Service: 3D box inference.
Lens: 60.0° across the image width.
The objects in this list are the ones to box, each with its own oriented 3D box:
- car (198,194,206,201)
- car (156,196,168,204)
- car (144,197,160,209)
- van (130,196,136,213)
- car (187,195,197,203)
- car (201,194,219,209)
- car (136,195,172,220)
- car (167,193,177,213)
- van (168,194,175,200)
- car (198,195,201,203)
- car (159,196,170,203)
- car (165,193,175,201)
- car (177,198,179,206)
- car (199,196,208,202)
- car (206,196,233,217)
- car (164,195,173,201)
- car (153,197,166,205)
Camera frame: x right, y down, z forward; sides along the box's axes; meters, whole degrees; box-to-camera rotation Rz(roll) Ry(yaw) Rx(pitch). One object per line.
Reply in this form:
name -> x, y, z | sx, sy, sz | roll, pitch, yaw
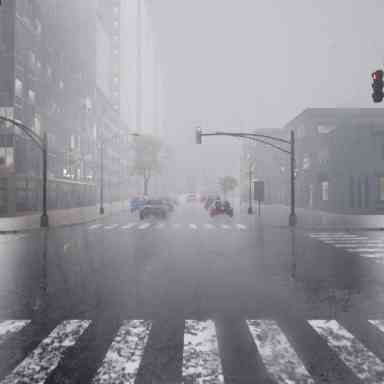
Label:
car -> 2.624, 1.446, 87.785 | 1.967, 1.590, 4.097 | 1, 0, 0
car -> -5.737, 1.571, 65.043 | 1.947, 1.339, 4.313 | 1, 0, 0
car -> -5.720, 1.530, 47.851 | 1.752, 1.417, 4.829 | 1, 0, 0
van -> -5.707, 1.345, 36.673 | 1.690, 1.788, 3.998 | 1, 0, 0
car -> 0.037, 1.357, 69.622 | 2.097, 1.767, 4.553 | 0, 0, 0
car -> 2.669, 1.320, 42.393 | 2.192, 1.841, 5.009 | 1, 0, 0
car -> -3.125, 1.356, 28.161 | 2.097, 1.767, 4.553 | 0, 0, 0
car -> -3.132, 1.357, 37.767 | 2.097, 1.767, 4.553 | 0, 0, 0
van -> -5.758, 1.347, 93.413 | 1.690, 1.788, 3.998 | 1, 0, 0
car -> 2.648, 1.320, 65.089 | 2.192, 1.841, 5.009 | 1, 0, 0
car -> -5.742, 1.571, 70.717 | 1.947, 1.339, 4.313 | 1, 0, 0
car -> -5.753, 1.321, 87.739 | 2.192, 1.841, 5.009 | 1, 0, 0
car -> -3.128, 1.496, 53.628 | 2.128, 1.511, 4.902 | 0, 0, 0
car -> 2.633, 1.571, 76.437 | 1.947, 1.339, 4.313 | 1, 0, 0
car -> 2.677, 1.444, 31.045 | 1.967, 1.590, 4.097 | 1, 0, 0
car -> -5.752, 1.556, 82.065 | 2.008, 1.369, 4.403 | 1, 0, 0
car -> -5.732, 1.587, 59.369 | 1.802, 1.307, 4.206 | 1, 0, 0
